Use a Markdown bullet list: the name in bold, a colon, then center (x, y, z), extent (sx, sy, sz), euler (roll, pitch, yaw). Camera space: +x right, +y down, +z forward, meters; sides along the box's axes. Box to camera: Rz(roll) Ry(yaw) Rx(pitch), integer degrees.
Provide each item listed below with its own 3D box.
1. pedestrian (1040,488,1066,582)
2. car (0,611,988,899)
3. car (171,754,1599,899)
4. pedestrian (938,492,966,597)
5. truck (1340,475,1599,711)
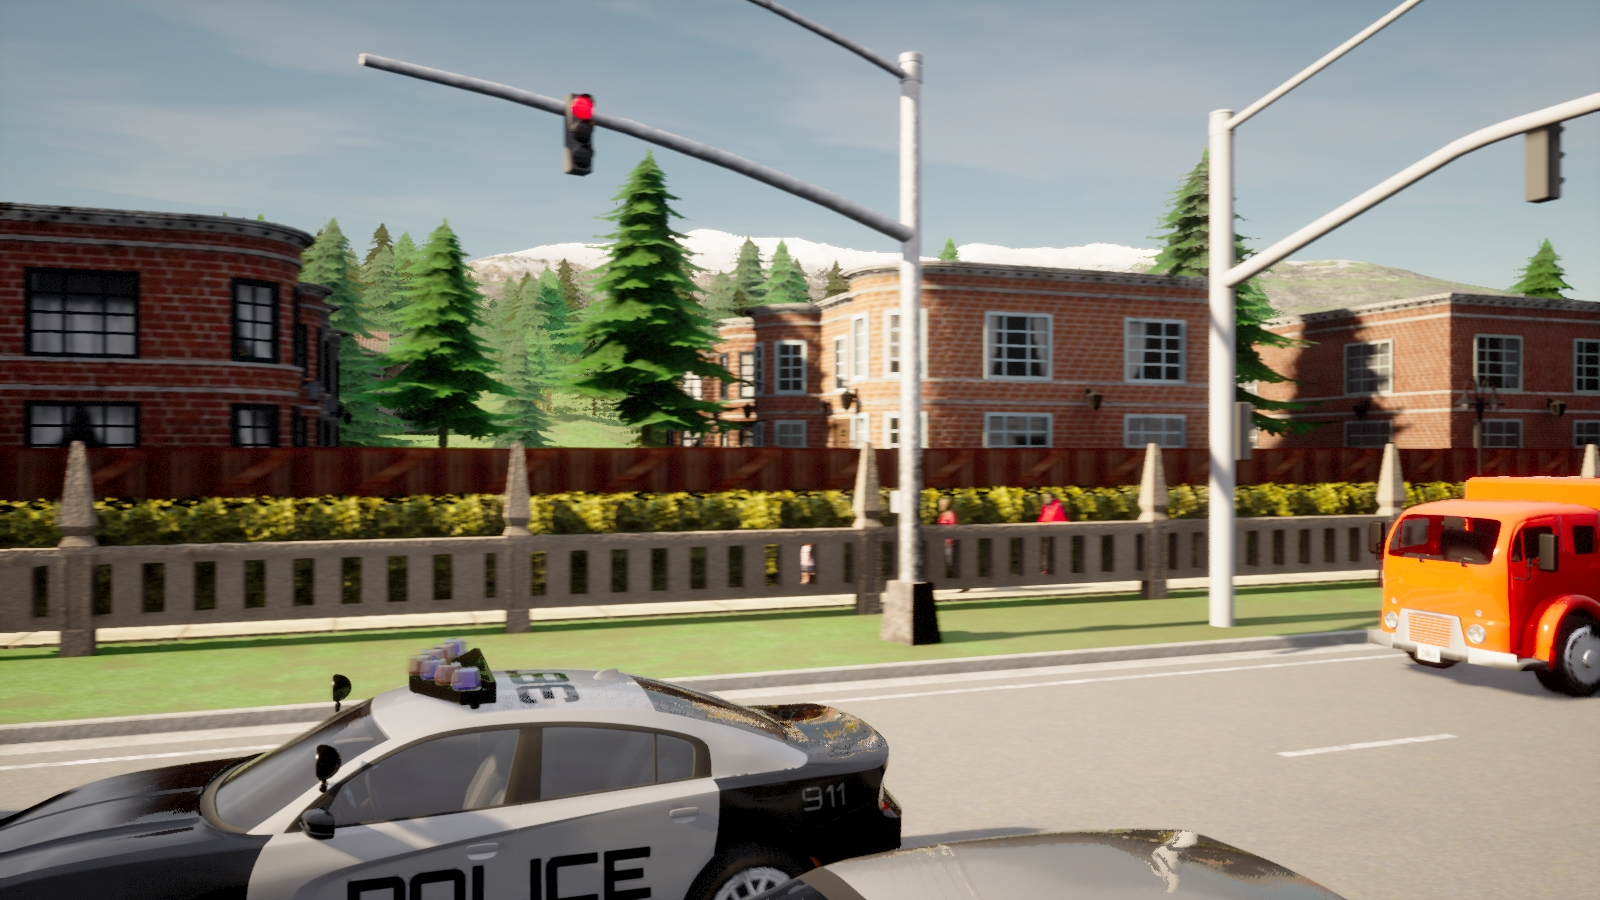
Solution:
- **pedestrian**: center (5.115, 1.701, 23.084), extent (0.375, 1.860, 0.375), euler (0, 0, -21)
- **car**: center (-1.787, 1.982, 6.373), extent (5.238, 1.638, 2.097), euler (0, 0, -20)
- **car**: center (0.355, 2.065, 3.430), extent (4.193, 1.474, 1.816), euler (0, 0, -20)
- **pedestrian**: center (2.762, 1.702, 20.726), extent (0.375, 1.860, 0.375), euler (0, 0, -19)
- **truck**: center (9.831, 1.572, 14.329), extent (5.204, 2.467, 2.627), euler (0, 0, -20)
